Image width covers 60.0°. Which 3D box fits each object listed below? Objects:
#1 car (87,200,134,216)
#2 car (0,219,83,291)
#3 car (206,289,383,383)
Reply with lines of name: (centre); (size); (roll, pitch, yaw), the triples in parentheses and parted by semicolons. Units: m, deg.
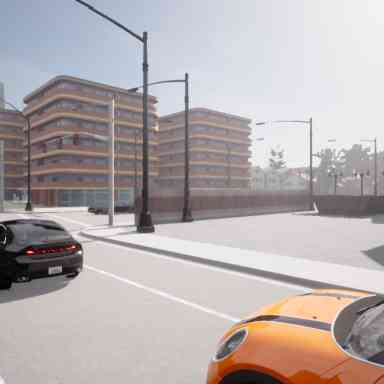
car: (-7.776, 1.548, 33.557); (5.357, 1.411, 2.033); (0, 0, -44)
car: (-4.717, 1.505, 9.221); (1.837, 1.490, 4.892); (0, 0, -43)
car: (2.278, 1.352, 2.333); (4.553, 1.767, 2.097); (0, 0, 40)
